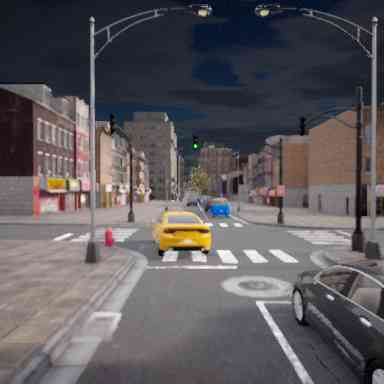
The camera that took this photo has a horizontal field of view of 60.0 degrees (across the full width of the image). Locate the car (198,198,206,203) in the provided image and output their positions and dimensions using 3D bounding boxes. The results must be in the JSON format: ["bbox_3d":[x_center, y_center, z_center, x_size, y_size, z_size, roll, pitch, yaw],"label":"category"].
[{"bbox_3d":[2.605,2.299,89.538,1.887,1.381,4.507,-2,-1,0],"label":"car"}]

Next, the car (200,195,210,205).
[{"bbox_3d":[2.971,1.814,76.899,2.150,2.045,5.566,0,-1,0],"label":"car"}]

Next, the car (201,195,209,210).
[{"bbox_3d":[2.611,1.540,41.930,2.192,1.841,5.009,-1,0,0],"label":"car"}]

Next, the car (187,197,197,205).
[{"bbox_3d":[-0.010,1.880,71.710,2.128,1.511,4.902,0,-1,0],"label":"car"}]

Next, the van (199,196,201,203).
[{"bbox_3d":[2.608,1.712,57.800,1.690,1.788,3.998,-1,-1,0],"label":"van"}]

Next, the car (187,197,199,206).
[{"bbox_3d":[0.048,2.018,62.327,1.895,1.301,4.718,0,-1,0],"label":"car"}]

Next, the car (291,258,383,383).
[{"bbox_3d":[2.625,1.564,4.389,2.008,1.369,4.403,-1,0,0],"label":"car"}]

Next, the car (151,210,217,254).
[{"bbox_3d":[-0.610,1.554,13.853,1.882,1.535,5.008,1,0,-11],"label":"car"}]

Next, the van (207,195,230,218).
[{"bbox_3d":[2.614,1.490,31.348,1.690,1.788,3.998,-1,0,0],"label":"van"}]
